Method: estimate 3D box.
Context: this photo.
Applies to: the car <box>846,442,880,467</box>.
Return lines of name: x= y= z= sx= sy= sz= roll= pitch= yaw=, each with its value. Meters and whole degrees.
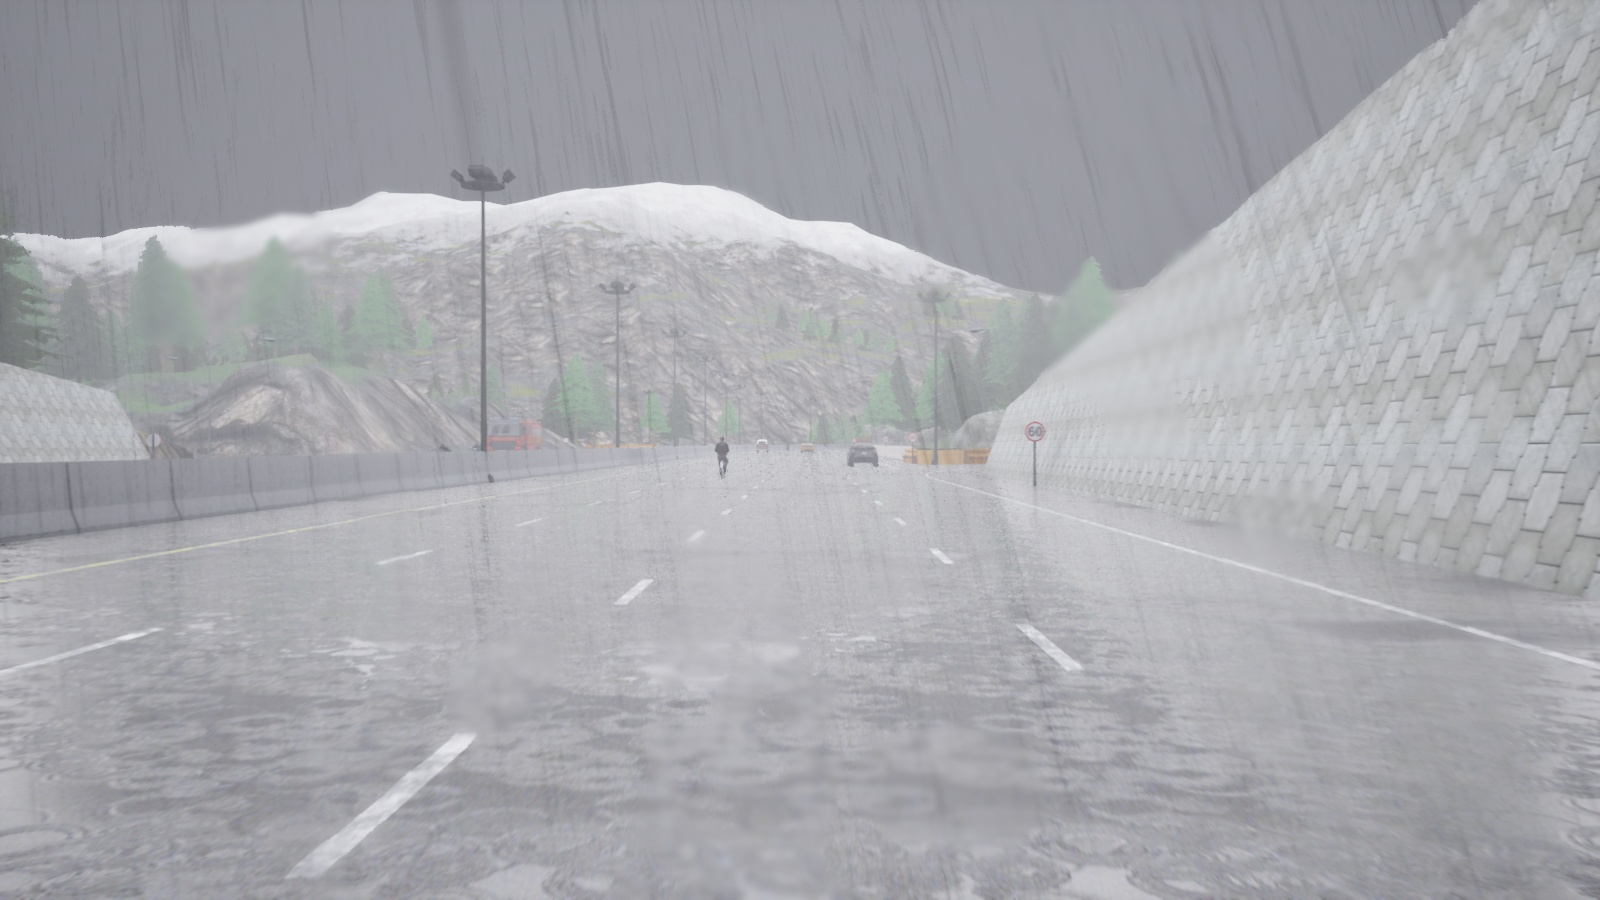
car: x=3.970 y=0.247 z=79.777 sx=2.007 sy=1.525 sz=4.514 roll=0 pitch=0 yaw=0
